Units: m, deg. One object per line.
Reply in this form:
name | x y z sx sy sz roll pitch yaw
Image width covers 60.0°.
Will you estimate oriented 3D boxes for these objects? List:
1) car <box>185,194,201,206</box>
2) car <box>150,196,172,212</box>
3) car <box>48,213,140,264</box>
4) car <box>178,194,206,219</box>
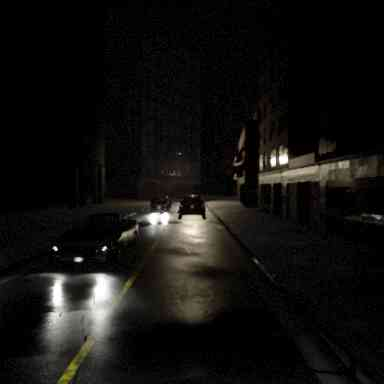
car | 0.135 1.072 45.991 2.128 1.511 4.902 0 1 1
car | -3.066 1.192 33.493 2.128 1.511 4.902 0 0 1
car | -3.089 1.454 11.787 2.033 1.411 5.357 0 1 1
car | 0.030 1.114 26.848 2.097 1.767 4.553 0 0 0
